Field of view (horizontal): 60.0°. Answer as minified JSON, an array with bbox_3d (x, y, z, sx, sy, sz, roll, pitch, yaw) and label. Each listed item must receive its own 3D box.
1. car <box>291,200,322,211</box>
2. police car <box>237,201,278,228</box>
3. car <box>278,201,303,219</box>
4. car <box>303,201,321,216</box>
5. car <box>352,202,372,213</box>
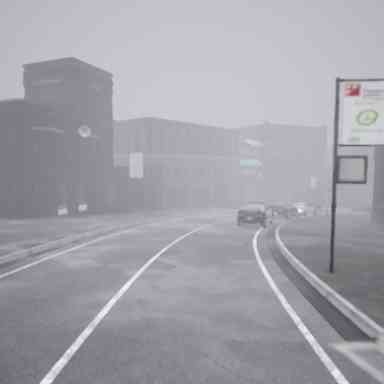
[{"bbox_3d":[16.191,1.878,46.935,4.718,1.301,1.895,2,2,-39],"label":"car"},{"bbox_3d":[4.565,1.505,23.596,1.930,1.638,5.238,2,0,21],"label":"police car"},{"bbox_3d":[8.784,1.696,31.940,1.837,1.490,4.892,3,1,32],"label":"car"},{"bbox_3d":[12.107,1.820,36.552,1.812,1.442,4.674,4,1,39],"label":"car"},{"bbox_3d":[25.905,2.308,49.346,4.902,1.511,2.128,3,3,-29],"label":"car"}]
